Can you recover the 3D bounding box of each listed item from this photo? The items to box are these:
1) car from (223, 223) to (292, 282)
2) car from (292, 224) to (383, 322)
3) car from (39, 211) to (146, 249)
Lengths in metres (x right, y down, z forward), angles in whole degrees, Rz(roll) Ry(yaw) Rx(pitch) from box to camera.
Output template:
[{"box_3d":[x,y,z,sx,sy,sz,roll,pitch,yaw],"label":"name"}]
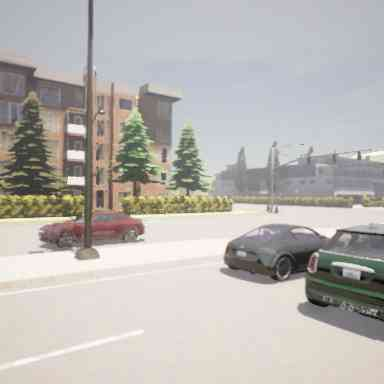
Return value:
[{"box_3d":[2.973,1.665,10.169,4.181,1.385,1.994,1,-1,-36],"label":"car"},{"box_3d":[4.455,1.445,6.935,4.553,1.767,2.097,1,-1,-36],"label":"car"},{"box_3d":[-4.351,1.589,15.020,4.674,1.442,1.812,1,-1,-36],"label":"car"}]
